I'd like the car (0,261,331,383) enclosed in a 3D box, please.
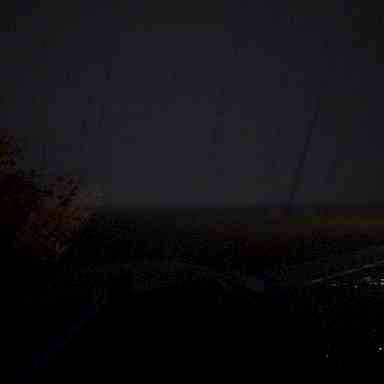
[{"bbox_3d":[-0.735,1.547,3.502,5.357,1.411,2.033,0,0,-36],"label":"car"}]
